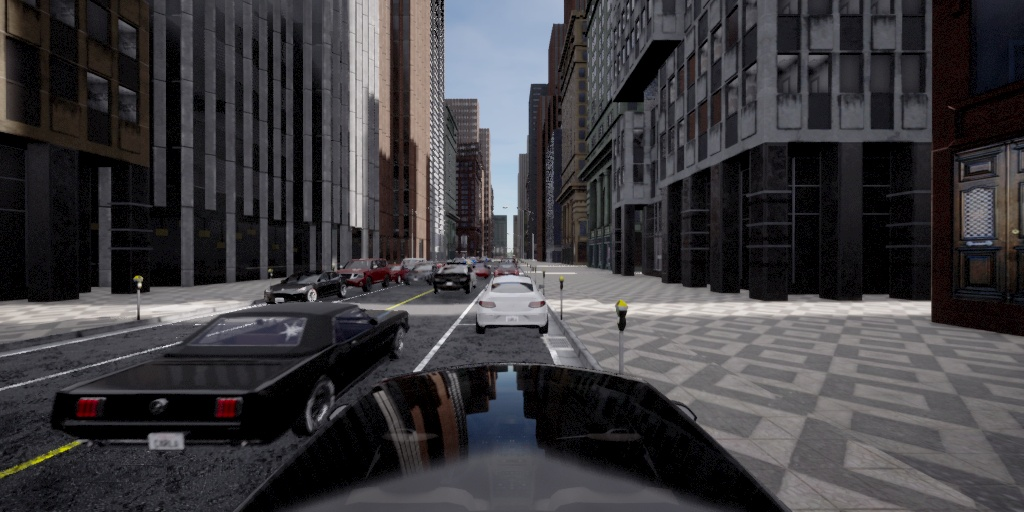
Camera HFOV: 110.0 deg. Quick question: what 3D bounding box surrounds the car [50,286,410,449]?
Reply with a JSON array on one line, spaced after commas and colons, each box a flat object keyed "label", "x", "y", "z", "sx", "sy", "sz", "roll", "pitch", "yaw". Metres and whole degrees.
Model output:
[{"label": "car", "x": -3.049, "y": 1.351, "z": 5.392, "sx": 1.895, "sy": 1.301, "sz": 4.718, "roll": 0, "pitch": 0, "yaw": 0}]

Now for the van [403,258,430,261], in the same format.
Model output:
[{"label": "van", "x": -8.908, "y": 1.089, "z": 32.830, "sx": 1.690, "sy": 1.789, "sz": 3.998, "roll": 0, "pitch": 0, "yaw": 0}]

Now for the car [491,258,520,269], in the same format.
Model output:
[{"label": "car", "x": -0.383, "y": 1.188, "z": 27.203, "sx": 1.967, "sy": 1.591, "sz": 4.097, "roll": 0, "pitch": 0, "yaw": 0}]

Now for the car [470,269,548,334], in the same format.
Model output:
[{"label": "car", "x": 0.003, "y": 1.275, "z": 10.501, "sx": 1.812, "sy": 1.442, "sz": 4.674, "roll": 0, "pitch": 0, "yaw": 0}]

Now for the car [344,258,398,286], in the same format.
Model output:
[{"label": "car", "x": -8.908, "y": 1.064, "z": 21.556, "sx": 2.192, "sy": 1.841, "sz": 5.009, "roll": 0, "pitch": 0, "yaw": 0}]

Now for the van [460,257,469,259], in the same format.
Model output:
[{"label": "van", "x": -8.908, "y": 1.089, "z": 61.014, "sx": 1.690, "sy": 1.789, "sz": 3.998, "roll": 0, "pitch": 0, "yaw": 0}]

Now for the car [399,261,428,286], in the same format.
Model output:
[{"label": "car", "x": -6.245, "y": 1.274, "z": 25.617, "sx": 1.812, "sy": 1.442, "sz": 4.674, "roll": 0, "pitch": 0, "yaw": 0}]

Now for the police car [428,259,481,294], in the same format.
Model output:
[{"label": "police car", "x": -3.147, "y": 1.174, "z": 20.617, "sx": 1.930, "sy": 1.638, "sz": 5.238, "roll": 0, "pitch": 0, "yaw": 0}]

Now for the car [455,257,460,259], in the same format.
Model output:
[{"label": "car", "x": -8.908, "y": 1.188, "z": 49.741, "sx": 1.967, "sy": 1.591, "sz": 4.097, "roll": 0, "pitch": 0, "yaw": 0}]

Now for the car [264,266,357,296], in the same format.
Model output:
[{"label": "car", "x": -8.908, "y": 1.315, "z": 15.920, "sx": 1.948, "sy": 1.339, "sz": 4.313, "roll": 0, "pitch": 0, "yaw": 0}]

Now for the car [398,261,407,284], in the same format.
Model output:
[{"label": "car", "x": -8.908, "y": 1.294, "z": 27.194, "sx": 1.888, "sy": 1.381, "sz": 4.507, "roll": 0, "pitch": 0, "yaw": 0}]

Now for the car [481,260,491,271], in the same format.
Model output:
[{"label": "car", "x": -3.052, "y": 1.312, "z": 33.636, "sx": 1.994, "sy": 1.385, "sz": 4.181, "roll": 0, "pitch": 0, "yaw": 0}]
